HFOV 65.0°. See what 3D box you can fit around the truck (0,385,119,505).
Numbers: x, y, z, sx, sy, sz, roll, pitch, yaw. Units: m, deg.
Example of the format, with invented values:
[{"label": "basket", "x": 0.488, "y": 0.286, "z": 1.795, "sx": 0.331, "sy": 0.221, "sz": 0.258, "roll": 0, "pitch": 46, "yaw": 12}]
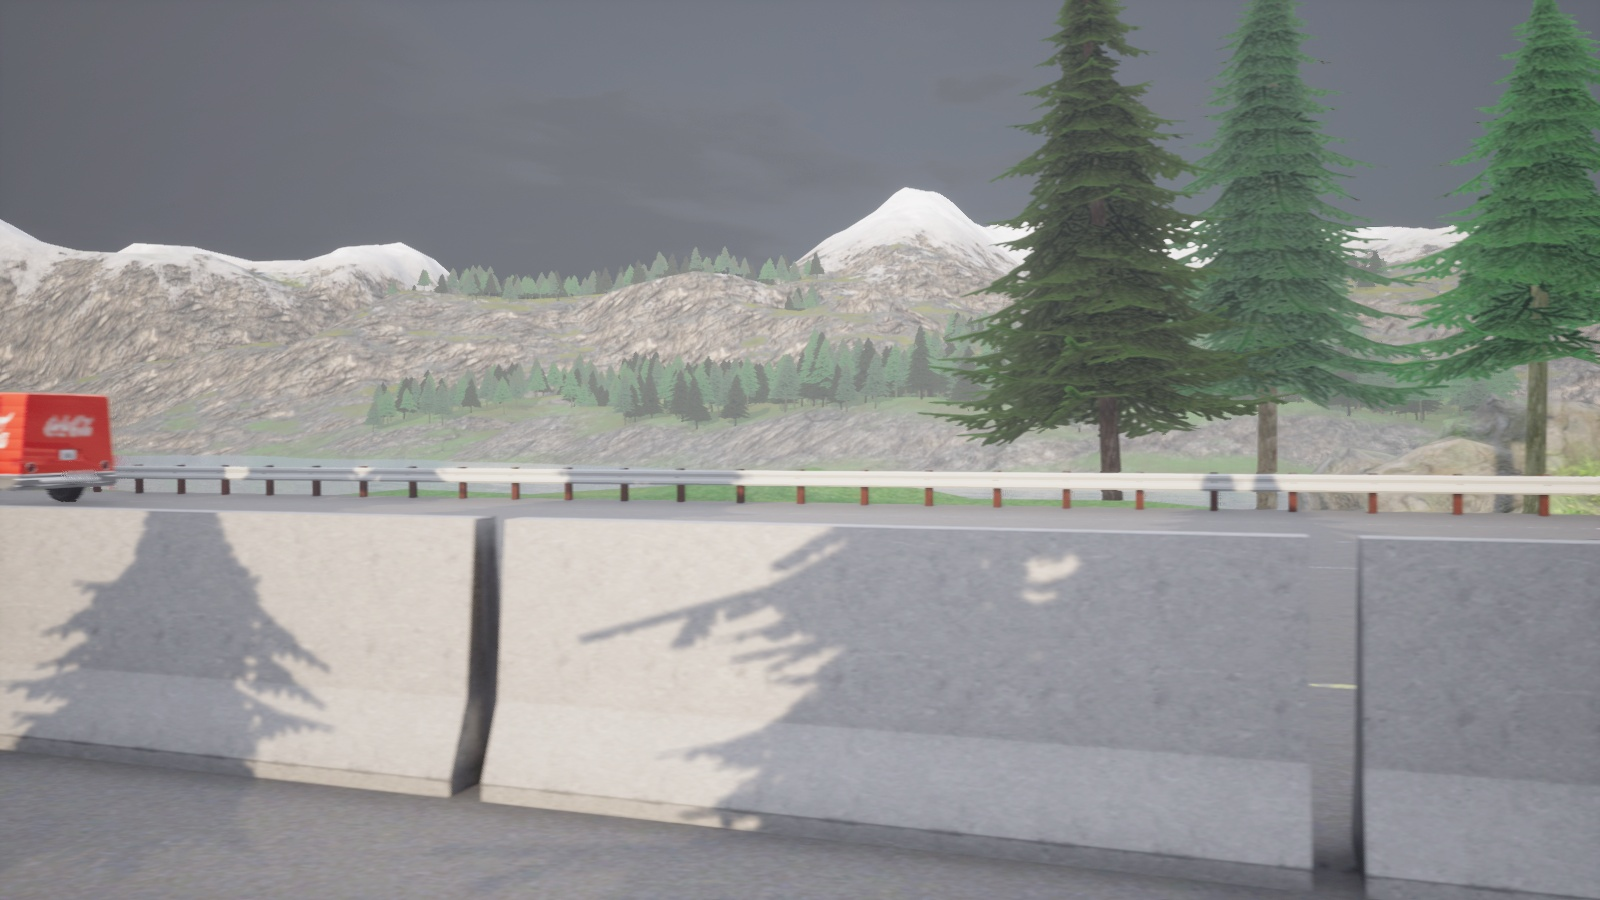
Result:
[{"label": "truck", "x": -18.193, "y": -0.168, "z": 27.801, "sx": 5.204, "sy": 2.467, "sz": 2.627, "roll": 1, "pitch": 1, "yaw": 19}]
